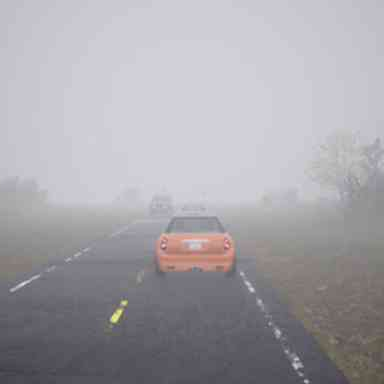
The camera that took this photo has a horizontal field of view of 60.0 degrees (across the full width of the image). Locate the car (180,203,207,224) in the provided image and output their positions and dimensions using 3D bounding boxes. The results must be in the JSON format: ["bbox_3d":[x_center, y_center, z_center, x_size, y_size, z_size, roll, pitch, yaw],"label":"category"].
[{"bbox_3d":[0.096,1.617,25.985,1.895,1.301,4.718,0,0,0],"label":"car"}]

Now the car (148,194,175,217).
[{"bbox_3d":[-2.845,1.243,31.780,2.150,2.045,5.566,0,0,0],"label":"car"}]

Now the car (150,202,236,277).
[{"bbox_3d":[0.089,1.358,10.370,2.097,1.767,4.553,0,0,0],"label":"car"}]
